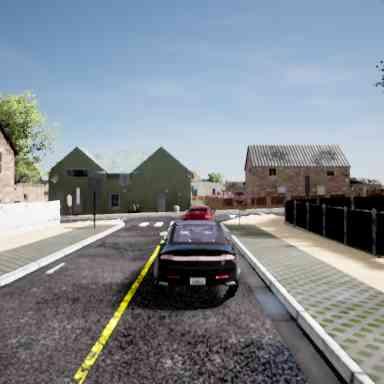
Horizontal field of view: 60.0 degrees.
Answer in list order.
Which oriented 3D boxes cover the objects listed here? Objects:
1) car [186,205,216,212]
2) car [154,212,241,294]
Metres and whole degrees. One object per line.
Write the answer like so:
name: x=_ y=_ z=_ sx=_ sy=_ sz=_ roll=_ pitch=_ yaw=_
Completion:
car: x=0.531 y=1.570 z=21.167 sx=1.812 sy=1.442 sz=4.674 roll=0 pitch=0 yaw=6
car: x=0.115 y=1.511 z=8.843 sx=2.128 sy=1.511 sz=4.902 roll=0 pitch=0 yaw=0
